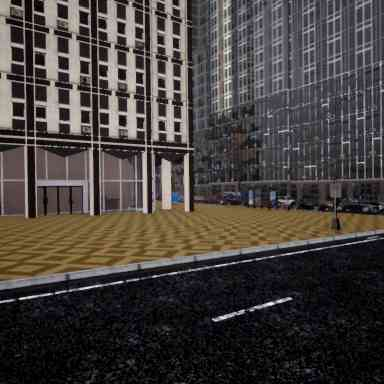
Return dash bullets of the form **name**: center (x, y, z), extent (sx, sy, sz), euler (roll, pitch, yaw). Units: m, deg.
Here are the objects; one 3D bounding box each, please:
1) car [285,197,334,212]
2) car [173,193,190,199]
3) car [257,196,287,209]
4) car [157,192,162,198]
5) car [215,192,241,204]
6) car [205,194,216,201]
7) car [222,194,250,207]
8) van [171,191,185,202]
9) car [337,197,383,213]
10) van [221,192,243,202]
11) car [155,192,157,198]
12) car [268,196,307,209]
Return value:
- **car**: center (12.903, 1.423, 36.612), extent (1.947, 1.339, 4.313), euler (0, 1, -34)
- **car**: center (-2.437, 0.935, 74.293), extent (1.802, 1.307, 4.206), euler (0, 1, -34)
- **car**: center (9.721, 1.387, 41.324), extent (1.802, 1.307, 4.206), euler (0, 1, -34)
- **car**: center (-5.634, 0.614, 78.989), extent (2.192, 1.841, 5.009), euler (0, 1, -34)
- **car**: center (6.206, 1.175, 51.291), extent (1.837, 1.490, 4.892), euler (-1, 1, -34)
- **car**: center (3.957, 1.043, 64.894), extent (1.802, 1.307, 4.206), euler (0, 1, -34)
- **car**: center (6.572, 1.319, 46.055), extent (1.947, 1.339, 4.313), euler (0, 1, -34)
- **van**: center (-2.973, 0.937, 60.179), extent (1.690, 1.788, 3.998), euler (0, 1, -34)
- **car**: center (17.307, 1.340, 34.959), extent (2.128, 1.511, 4.902), euler (-1, 1, -34)
- **van**: center (7.152, 0.854, 60.191), extent (1.690, 1.788, 3.998), euler (0, 1, -34)
- **car**: center (-8.831, 0.686, 83.689), extent (1.967, 1.590, 4.097), euler (0, 1, -34)
- **car**: center (12.117, 1.290, 42.592), extent (1.812, 1.442, 4.674), euler (-1, 1, -34)
